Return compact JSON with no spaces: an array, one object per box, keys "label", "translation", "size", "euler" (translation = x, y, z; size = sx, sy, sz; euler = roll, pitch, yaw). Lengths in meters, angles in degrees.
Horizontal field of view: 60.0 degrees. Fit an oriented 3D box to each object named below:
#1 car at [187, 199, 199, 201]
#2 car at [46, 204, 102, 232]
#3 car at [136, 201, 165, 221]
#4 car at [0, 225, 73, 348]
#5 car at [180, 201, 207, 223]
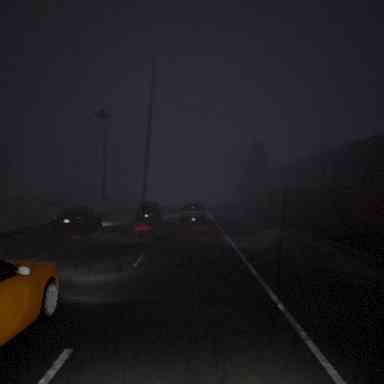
[{"label":"car","translation":[0.112,1.606,42.834],"size":[1.895,1.301,4.718],"euler":[0,0,0]},{"label":"car","translation":[-6.894,1.566,20.288],"size":[1.994,1.385,4.181],"euler":[0,0,0]},{"label":"car","translation":[-3.393,1.508,27.256],"size":[1.837,1.490,4.892],"euler":[0,0,0]},{"label":"car","translation":[-3.394,1.478,4.225],"size":[1.882,1.535,5.008],"euler":[0,0,0]},{"label":"car","translation":[0.107,1.604,25.375],"size":[1.895,1.301,4.718],"euler":[0,0,0]}]
